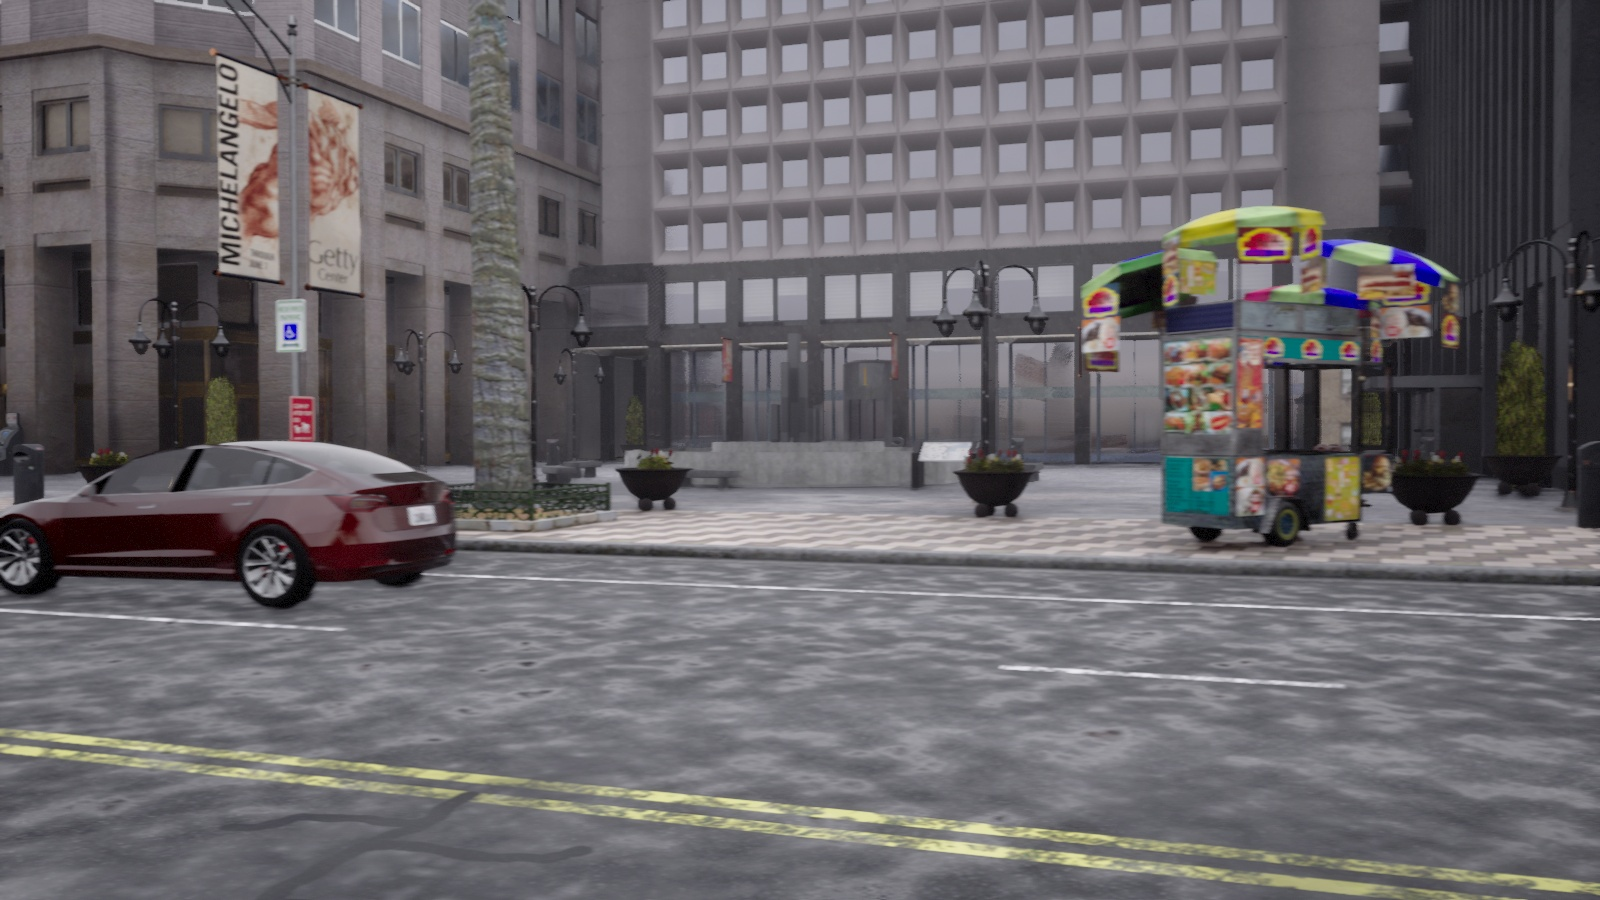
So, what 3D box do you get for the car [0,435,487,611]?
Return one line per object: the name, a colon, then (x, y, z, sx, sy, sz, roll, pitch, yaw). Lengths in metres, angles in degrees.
car: (-5.808, 0.604, 12.545, 4.792, 1.488, 2.163, 1, 1, 19)
